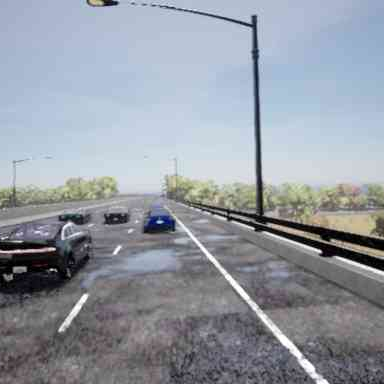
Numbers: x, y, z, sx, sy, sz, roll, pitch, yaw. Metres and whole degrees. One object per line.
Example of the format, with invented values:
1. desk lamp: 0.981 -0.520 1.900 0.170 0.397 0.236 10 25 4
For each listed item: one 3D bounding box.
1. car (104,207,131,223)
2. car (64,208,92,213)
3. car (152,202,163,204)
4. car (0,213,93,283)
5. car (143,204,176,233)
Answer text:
1. car: -6.479 1.940 29.361 1.895 1.301 4.718 -2 0 -6
2. car: -9.937 2.038 28.805 1.895 1.301 4.718 -2 0 -6
3. car: -4.197 1.877 40.580 2.033 1.411 5.357 -2 0 -6
4. car: -4.399 1.674 10.411 2.128 1.511 4.902 -2 0 -6
5. car: -2.102 1.737 21.482 1.994 1.385 4.181 -2 0 -6
